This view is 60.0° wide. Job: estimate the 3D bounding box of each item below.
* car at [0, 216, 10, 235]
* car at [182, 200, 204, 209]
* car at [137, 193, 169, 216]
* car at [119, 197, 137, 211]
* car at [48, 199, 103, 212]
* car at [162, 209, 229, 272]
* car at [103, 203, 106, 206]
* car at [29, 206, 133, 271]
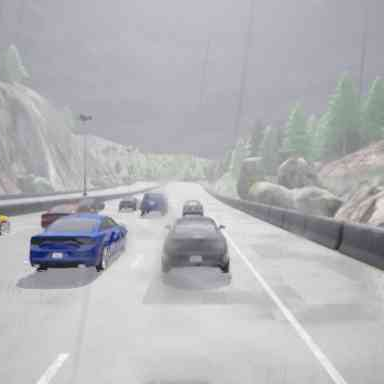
[{"bbox_3d":[-10.404,1.436,15.269,1.882,1.535,5.008,0,0,0],"label":"car"},{"bbox_3d":[0.092,1.424,29.207,2.033,1.411,5.357,0,0,0],"label":"car"},{"bbox_3d":[-3.408,1.082,31.050,2.150,2.045,5.566,0,1,0],"label":"car"},{"bbox_3d":[-6.910,1.302,37.318,1.837,1.490,4.892,0,1,0],"label":"car"},{"bbox_3d":[-6.905,1.419,19.259,1.882,1.535,5.008,0,0,0],"label":"car"},{"bbox_3d":[0.097,1.497,10.563,1.812,1.442,4.674,0,0,0],"label":"car"},{"bbox_3d":[-10.409,1.376,34.302,2.033,1.411,5.357,0,1,0],"label":"car"},{"bbox_3d":[-3.402,1.449,10.883,1.882,1.535,5.008,0,0,0],"label":"car"}]
